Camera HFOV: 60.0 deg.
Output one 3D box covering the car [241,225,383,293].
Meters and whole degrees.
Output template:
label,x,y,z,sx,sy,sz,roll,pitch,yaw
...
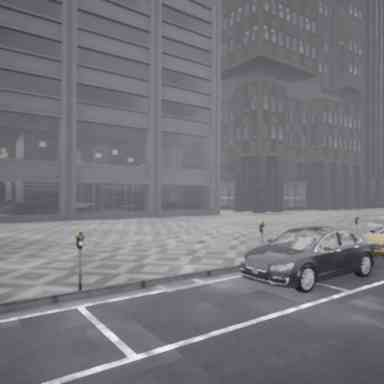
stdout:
label,x,y,z,sx,sy,sz,roll,pitch,yaw
car,3.241,1.630,8.963,4.403,1.369,2.008,1,-1,-35
